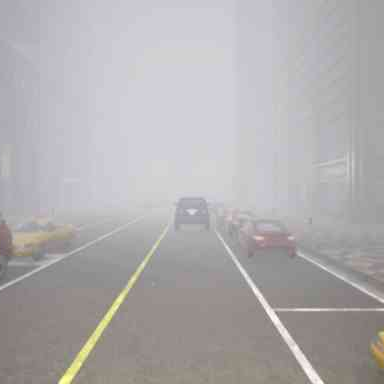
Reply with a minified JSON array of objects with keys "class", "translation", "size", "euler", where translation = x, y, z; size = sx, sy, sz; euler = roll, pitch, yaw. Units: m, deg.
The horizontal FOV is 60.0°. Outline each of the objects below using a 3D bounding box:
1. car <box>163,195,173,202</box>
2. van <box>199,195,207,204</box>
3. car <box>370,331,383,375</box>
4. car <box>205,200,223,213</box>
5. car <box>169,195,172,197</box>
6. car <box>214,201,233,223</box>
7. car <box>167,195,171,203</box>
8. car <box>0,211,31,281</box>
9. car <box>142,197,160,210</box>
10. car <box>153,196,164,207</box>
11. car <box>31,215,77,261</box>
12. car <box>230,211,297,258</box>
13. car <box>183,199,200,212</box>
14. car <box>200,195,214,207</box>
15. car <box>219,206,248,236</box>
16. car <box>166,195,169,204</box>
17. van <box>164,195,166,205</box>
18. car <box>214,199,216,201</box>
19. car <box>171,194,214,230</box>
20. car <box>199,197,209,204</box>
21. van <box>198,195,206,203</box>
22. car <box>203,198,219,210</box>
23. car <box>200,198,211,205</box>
[{"class":"car","translation":[-6.108,1.662,85.693],"size":[2.192,1.841,5.009],"euler":[0,0,0]},{"class":"van","translation":[2.463,1.634,74.509],"size":[1.690,1.788,3.998],"euler":[0,0,0]},{"class":"car","translation":[2.760,1.530,1.635],"size":[1.752,1.417,4.829],"euler":[0,0,0]},{"class":"car","translation":[2.600,1.698,40.796],"size":[1.887,1.381,4.507],"euler":[0,0,0]},{"class":"car","translation":[-6.085,1.904,80.074],"size":[1.802,1.307,4.206],"euler":[0,0,0]},{"class":"car","translation":[2.668,1.611,24.110],"size":[1.752,1.417,4.829],"euler":[0,0,0]},{"class":"car","translation":[-6.039,1.840,68.838],"size":[1.947,1.339,4.313],"euler":[0,0,0]},{"class":"car","translation":[-5.787,1.344,7.037],"size":[2.192,1.841,5.009],"euler":[0,0,0]},{"class":"car","translation":[-5.947,1.764,46.364],"size":[1.802,1.307,4.206],"euler":[0,0,0]},{"class":"car","translation":[-5.970,1.771,51.983],"size":[1.947,1.339,4.313],"euler":[0,0,0]},{"class":"car","translation":[-5.809,1.574,12.485],"size":[1.752,1.417,4.829],"euler":[0,0,0]},{"class":"car","translation":[2.715,1.625,12.703],"size":[1.802,1.307,4.206],"euler":[0,0,0]},{"class":"car","translation":[-0.072,1.655,42.436],"size":[2.128,1.511,4.902],"euler":[0,0,0]},{"class":"car","translation":[2.532,1.537,57.653],"size":[2.192,1.841,5.009],"euler":[0,0,0]},{"class":"car","translation":[2.692,1.646,18.321],"size":[1.802,1.307,4.206],"euler":[0,0,0]},{"class":"car","translation":[-6.016,1.796,63.219],"size":[1.887,1.381,4.507],"euler":[0,0,0]},{"class":"van","translation":[-5.993,1.569,57.602],"size":[1.690,1.788,3.998],"euler":[0,0,0]},{"class":"car","translation":[2.623,1.696,35.177],"size":[1.947,1.339,4.313],"euler":[0,0,0]},{"class":"car","translation":[0.014,1.302,21.831],"size":[2.150,2.045,5.566],"euler":[0,0,0]},{"class":"car","translation":[2.486,1.820,68.889],"size":[2.008,1.369,4.403],"euler":[0,0,0]},{"class":"van","translation":[2.440,1.658,80.127],"size":[1.690,1.788,3.998],"euler":[0,0,0]},{"class":"car","translation":[2.578,1.616,46.415],"size":[1.967,1.590,4.097],"euler":[0,0,0]},{"class":"car","translation":[2.509,1.811,63.271],"size":[1.947,1.339,4.313],"euler":[0,0,0]}]
